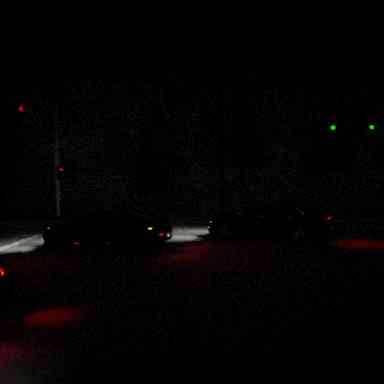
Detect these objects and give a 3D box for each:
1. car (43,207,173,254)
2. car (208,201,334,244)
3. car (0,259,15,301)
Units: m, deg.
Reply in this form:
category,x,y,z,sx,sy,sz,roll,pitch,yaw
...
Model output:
category,x,y,z,sx,sy,sz,roll,pitch,yaw
car,-3.003,1.273,11.845,4.674,1.442,1.812,-1,1,17
car,3.014,1.117,13.292,4.892,1.490,1.837,0,1,25
car,-5.882,1.494,5.673,5.357,1.411,2.033,-1,1,11
